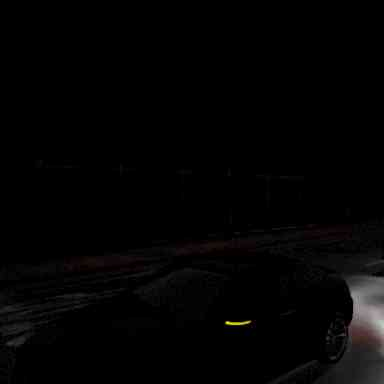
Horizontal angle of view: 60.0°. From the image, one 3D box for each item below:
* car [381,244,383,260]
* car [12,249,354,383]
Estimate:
[{"bbox_3d":[7.520,1.633,9.871,4.718,1.301,1.895,0,-1,-38],"label":"car"},{"bbox_3d":[0.331,1.559,4.292,4.674,1.442,1.812,0,-1,-38],"label":"car"}]
